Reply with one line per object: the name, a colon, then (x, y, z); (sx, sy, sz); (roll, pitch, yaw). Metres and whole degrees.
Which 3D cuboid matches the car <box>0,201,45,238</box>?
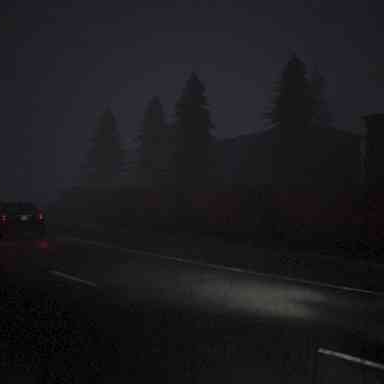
car: (-9.389, 1.256, 17.247); (2.097, 1.767, 4.553); (0, 0, -44)
